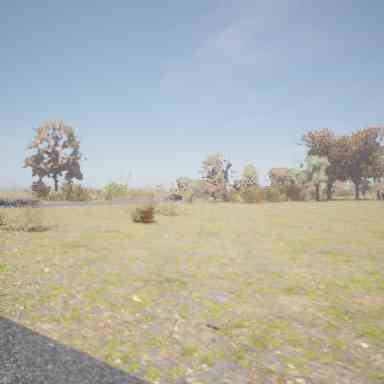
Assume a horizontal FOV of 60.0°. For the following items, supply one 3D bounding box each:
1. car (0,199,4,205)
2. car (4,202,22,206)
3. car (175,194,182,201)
[{"bbox_3d":[-32.977,1.621,56.652,2.033,1.411,5.357,0,0,34],"label":"car"},{"bbox_3d":[-26.681,1.590,53.449,2.128,1.511,4.902,0,0,34],"label":"car"},{"bbox_3d":[-4.695,1.420,88.830,2.150,2.045,5.566,0,0,26],"label":"car"}]
